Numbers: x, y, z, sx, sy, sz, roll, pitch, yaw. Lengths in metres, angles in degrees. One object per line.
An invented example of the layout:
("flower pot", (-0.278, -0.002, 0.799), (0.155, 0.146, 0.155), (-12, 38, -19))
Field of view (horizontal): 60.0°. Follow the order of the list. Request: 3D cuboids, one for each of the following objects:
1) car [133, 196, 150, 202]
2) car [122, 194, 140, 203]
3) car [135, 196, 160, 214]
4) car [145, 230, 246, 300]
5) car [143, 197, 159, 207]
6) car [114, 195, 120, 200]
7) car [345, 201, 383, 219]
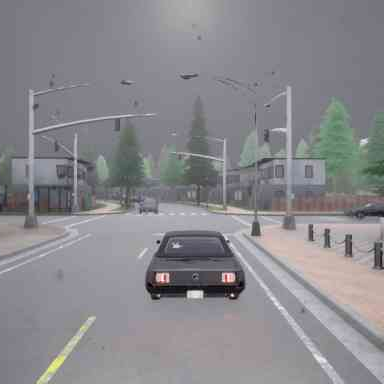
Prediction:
("car", (-10.968, 1.505, 71.945), (1.994, 1.385, 4.181), (0, 0, -36))
("car", (-11.833, 1.513, 66.387), (2.033, 1.411, 5.357), (0, 0, -26))
("car", (-4.446, 1.472, 34.475), (1.837, 1.490, 4.892), (0, 0, -3))
("car", (0.032, 1.601, 8.349), (1.895, 1.301, 4.718), (0, 0, -1))
("car", (-6.466, 1.491, 51.815), (1.812, 1.442, 4.674), (0, 0, -15))
("car", (-16.972, 1.322, 80.005), (4.674, 1.442, 1.812), (0, 0, 45))
("car", (15.403, 1.510, 28.078), (4.674, 1.442, 1.812), (0, 0, 1))
